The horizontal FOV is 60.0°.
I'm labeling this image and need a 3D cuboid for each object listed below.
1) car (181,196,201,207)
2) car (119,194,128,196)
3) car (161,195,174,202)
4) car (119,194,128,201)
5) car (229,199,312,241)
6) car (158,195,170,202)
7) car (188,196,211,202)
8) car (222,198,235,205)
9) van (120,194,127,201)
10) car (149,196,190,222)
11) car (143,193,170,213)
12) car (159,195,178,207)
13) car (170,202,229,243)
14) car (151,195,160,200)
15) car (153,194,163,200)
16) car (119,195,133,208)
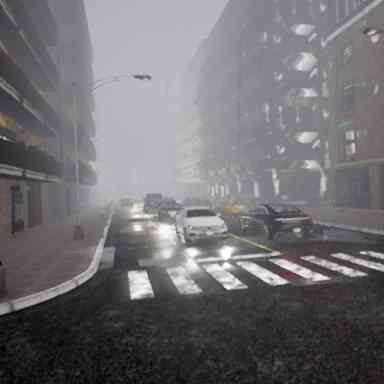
[{"bbox_3d":[-0.190,1.262,45.292,1.887,1.381,4.507,-2,0,-12],"label":"car"},{"bbox_3d":[-14.433,1.373,71.181,2.192,1.841,5.009,-2,0,-12],"label":"car"},{"bbox_3d":[-5.028,1.305,67.420,2.008,1.369,4.403,-2,0,-12],"label":"car"},{"bbox_3d":[-19.271,1.425,93.305,2.192,1.841,5.009,-2,0,-12],"label":"car"},{"bbox_3d":[3.640,1.277,15.441,2.128,1.511,4.902,-2,0,-11],"label":"car"},{"bbox_3d":[-6.238,1.315,72.951,2.008,1.369,4.403,-2,0,-12],"label":"car"},{"bbox_3d":[1.019,1.253,39.762,1.887,1.381,4.507,-2,0,-12],"label":"car"},{"bbox_3d":[3.401,1.221,28.867,1.752,1.417,4.829,-2,0,-12],"label":"car"},{"bbox_3d":[-18.060,1.433,87.776,1.690,1.788,3.998,-2,0,-12],"label":"van"},{"bbox_3d":[-1.873,1.390,25.896,2.128,1.511,4.902,-2,0,-12],"label":"car"},{"bbox_3d":[-4.120,1.129,36.175,2.150,2.045,5.566,-2,0,-12],"label":"car"},{"bbox_3d":[-3.482,1.306,48.218,2.128,1.511,4.902,-2,0,-12],"label":"car"},{"bbox_3d":[0.297,1.422,15.976,1.812,1.442,4.674,-2,0,-11],"label":"car"},{"bbox_3d":[-9.866,1.379,89.546,1.802,1.307,4.206,-2,0,-12],"label":"car"},{"bbox_3d":[-8.661,1.225,84.012,1.967,1.590,4.097,-2,0,-12],"label":"car"},{"bbox_3d":[-9.585,1.602,49.055,1.802,1.307,4.206,-2,0,-12],"label":"car"}]
